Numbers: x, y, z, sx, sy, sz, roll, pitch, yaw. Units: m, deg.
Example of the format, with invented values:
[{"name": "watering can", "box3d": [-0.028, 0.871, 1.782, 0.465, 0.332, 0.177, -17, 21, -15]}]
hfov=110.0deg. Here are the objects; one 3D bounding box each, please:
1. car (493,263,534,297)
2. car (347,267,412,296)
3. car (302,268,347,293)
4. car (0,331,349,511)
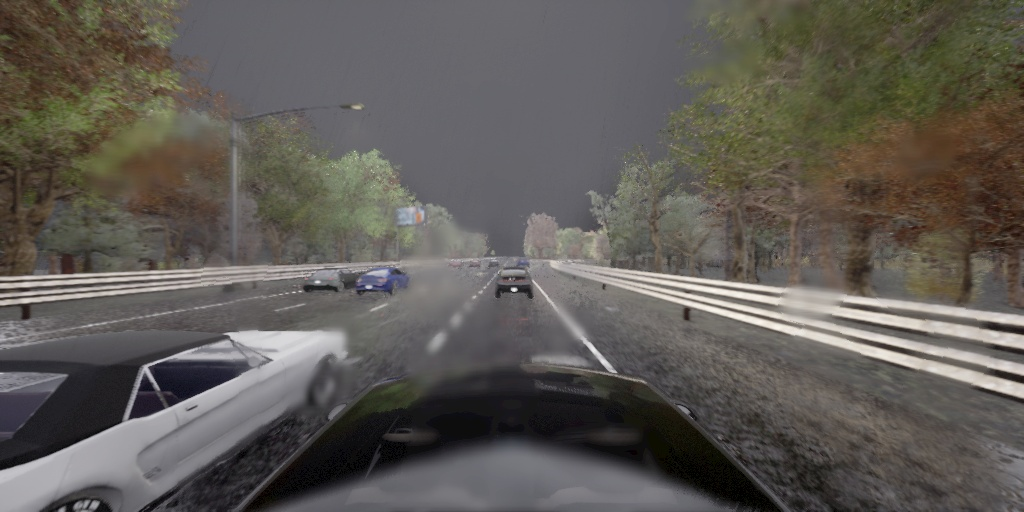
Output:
[{"name": "car", "box3d": [0.097, 1.303, 19.097, 1.837, 1.490, 4.892, 0, 0, 0]}, {"name": "car", "box3d": [-6.902, 1.324, 19.586, 1.812, 1.442, 4.674, 0, 0, 0]}, {"name": "car", "box3d": [-10.404, 1.367, 21.202, 1.994, 1.385, 4.181, 0, 0, 0]}, {"name": "car", "box3d": [-3.400, 1.355, 3.315, 1.895, 1.301, 4.718, 0, 0, 0]}]
